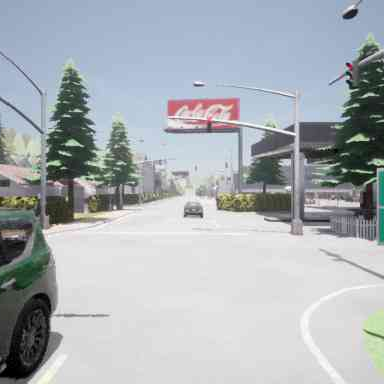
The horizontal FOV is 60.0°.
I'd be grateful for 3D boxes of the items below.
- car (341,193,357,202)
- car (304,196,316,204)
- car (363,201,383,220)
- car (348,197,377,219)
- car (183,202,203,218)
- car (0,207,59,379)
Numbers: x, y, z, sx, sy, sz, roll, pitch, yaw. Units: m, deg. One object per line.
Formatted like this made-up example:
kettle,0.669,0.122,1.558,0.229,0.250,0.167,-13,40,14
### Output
car,34.755,1.490,71.858,2.007,1.523,4.514,0,0,0
car,22.368,1.552,64.040,1.970,1.475,3.806,0,0,0
car,18.631,1.672,30.636,4.611,1.667,2.242,0,0,0
car,14.317,1.505,24.957,3.866,1.878,1.905,0,0,0
car,0.109,1.634,31.446,2.033,1.411,5.357,2,0,-1
car,-3.022,1.213,2.582,2.150,2.045,5.566,1,0,1
